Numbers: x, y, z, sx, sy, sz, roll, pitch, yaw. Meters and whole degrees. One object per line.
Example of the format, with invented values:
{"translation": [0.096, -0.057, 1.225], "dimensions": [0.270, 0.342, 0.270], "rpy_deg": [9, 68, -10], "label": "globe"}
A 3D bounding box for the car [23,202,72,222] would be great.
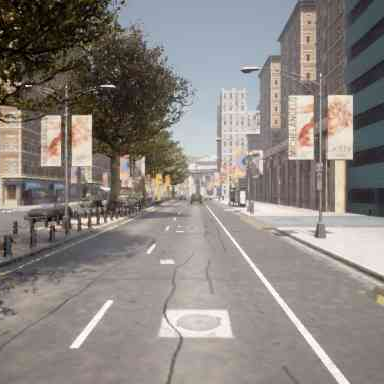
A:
{"translation": [-11.295, 1.547, 26.557], "dimensions": [2.033, 1.411, 5.357], "rpy_deg": [0, 0, 1], "label": "car"}

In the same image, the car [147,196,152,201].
{"translation": [-10.578, 1.595, 78.448], "dimensions": [1.895, 1.301, 4.718], "rpy_deg": [0, 0, 1], "label": "car"}

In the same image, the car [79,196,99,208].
{"translation": [-14.826, 1.352, 49.014], "dimensions": [2.097, 1.767, 4.553], "rpy_deg": [0, 0, 6], "label": "car"}

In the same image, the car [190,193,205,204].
{"translation": [0.876, 1.221, 66.105], "dimensions": [2.150, 2.045, 5.566], "rpy_deg": [0, 0, 1], "label": "car"}

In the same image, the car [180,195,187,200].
{"translation": [-2.409, 1.524, 92.677], "dimensions": [1.812, 1.442, 4.674], "rpy_deg": [0, 0, 1], "label": "car"}

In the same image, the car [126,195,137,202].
{"translation": [-14.088, 1.500, 77.670], "dimensions": [1.837, 1.490, 4.892], "rpy_deg": [0, 0, 1], "label": "car"}

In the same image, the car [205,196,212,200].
{"translation": [4.309, 1.594, 89.992], "dimensions": [1.895, 1.301, 4.718], "rpy_deg": [0, 0, 1], "label": "car"}

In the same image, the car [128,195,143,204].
{"translation": [-10.806, 1.352, 63.322], "dimensions": [2.097, 1.767, 4.553], "rpy_deg": [0, 0, 1], "label": "car"}

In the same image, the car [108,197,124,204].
{"translation": [-14.313, 1.601, 62.605], "dimensions": [1.895, 1.301, 4.718], "rpy_deg": [0, 0, 1], "label": "car"}

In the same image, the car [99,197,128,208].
{"translation": [-11.050, 1.491, 47.014], "dimensions": [2.128, 1.511, 4.902], "rpy_deg": [0, 0, 1], "label": "car"}
